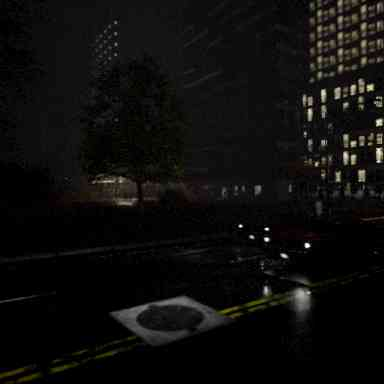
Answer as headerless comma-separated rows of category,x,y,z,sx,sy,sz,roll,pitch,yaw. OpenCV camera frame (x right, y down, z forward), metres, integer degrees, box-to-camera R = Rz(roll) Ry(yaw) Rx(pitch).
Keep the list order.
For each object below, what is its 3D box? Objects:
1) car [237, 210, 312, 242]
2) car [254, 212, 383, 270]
car,4.216,1.488,14.659,4.718,1.301,1.895,-1,0,-35
car,4.453,1.507,10.841,4.718,1.301,1.895,-1,0,-35
